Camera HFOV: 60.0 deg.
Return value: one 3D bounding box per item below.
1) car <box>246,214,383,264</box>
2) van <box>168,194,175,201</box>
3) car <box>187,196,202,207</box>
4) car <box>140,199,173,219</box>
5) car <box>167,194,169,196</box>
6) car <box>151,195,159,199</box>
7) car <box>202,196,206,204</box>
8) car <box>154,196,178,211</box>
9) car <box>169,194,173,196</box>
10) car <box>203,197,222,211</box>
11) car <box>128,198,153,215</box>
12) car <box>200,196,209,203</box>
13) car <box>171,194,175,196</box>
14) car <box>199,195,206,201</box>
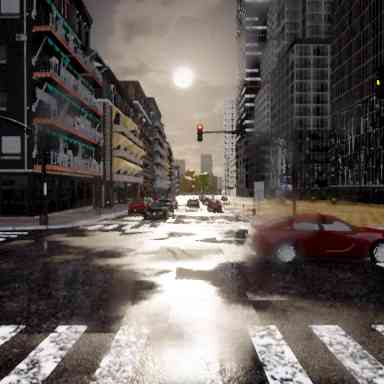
[{"bbox_3d":[4.407,1.503,11.436,5.008,1.535,1.882,0,1,0],"label":"car"},{"bbox_3d":[-5.545,1.480,91.792,1.690,1.788,3.998,-1,0,0],"label":"van"},{"bbox_3d":[0.194,1.638,54.278,1.994,1.385,4.181,0,0,0],"label":"car"},{"bbox_3d":[-3.050,1.601,29.077,1.994,1.385,4.181,0,0,0],"label":"car"},{"bbox_3d":[-5.603,1.521,57.898,1.967,1.590,4.097,-1,0,0],"label":"car"},{"bbox_3d":[-5.632,1.494,40.952,1.967,1.590,4.097,-1,0,0],"label":"car"},{"bbox_3d":[2.756,1.641,63.590,2.008,1.369,4.403,-1,0,0],"label":"car"},{"bbox_3d":[-3.028,1.556,38.987,1.837,1.490,4.892,0,0,0],"label":"car"},{"bbox_3d":[-5.581,1.681,69.197,1.802,1.307,4.206,-1,0,0],"label":"car"},{"bbox_3d":[2.716,1.598,40.995,1.887,1.381,4.507,-1,0,0],"label":"car"},{"bbox_3d":[-5.641,1.590,35.303,1.887,1.381,4.507,-1,0,0],"label":"car"},{"bbox_3d":[2.776,1.653,74.889,1.887,1.381,4.507,-1,0,0],"label":"car"},{"bbox_3d":[-5.556,1.443,86.144,2.192,1.841,5.009,-1,0,0],"label":"car"},{"bbox_3d":[2.805,1.664,92.006,1.752,1.417,4.829,-1,0,0],"label":"car"}]
